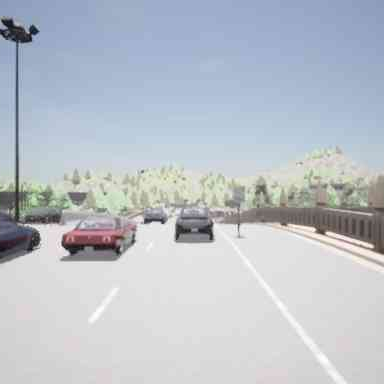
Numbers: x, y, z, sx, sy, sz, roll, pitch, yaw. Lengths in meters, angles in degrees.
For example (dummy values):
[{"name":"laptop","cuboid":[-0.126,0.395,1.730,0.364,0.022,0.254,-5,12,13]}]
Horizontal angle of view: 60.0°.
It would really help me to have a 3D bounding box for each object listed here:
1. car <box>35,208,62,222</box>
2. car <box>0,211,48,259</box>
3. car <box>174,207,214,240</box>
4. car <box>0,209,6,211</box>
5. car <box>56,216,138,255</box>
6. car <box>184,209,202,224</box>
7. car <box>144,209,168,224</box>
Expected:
[{"name":"car","cuboid":[-14.074,2.289,31.793,1.882,1.535,5.008,0,-5,0]},{"name":"car","cuboid":[-6.896,1.556,11.300,1.994,1.385,4.181,0,0,0]},{"name":"car","cuboid":[0.107,1.540,17.226,2.128,1.511,4.902,0,-1,0]},{"name":"car","cuboid":[-17.575,2.200,29.561,1.994,1.385,4.181,0,-4,0]},{"name":"car","cuboid":[-3.394,1.598,13.203,1.895,1.301,4.718,0,0,0]},{"name":"car","cuboid":[0.118,2.897,38.115,1.882,1.535,5.008,0,-6,0]},{"name":"car","cuboid":[-3.385,2.346,31.646,2.033,1.411,5.357,0,-5,0]}]
